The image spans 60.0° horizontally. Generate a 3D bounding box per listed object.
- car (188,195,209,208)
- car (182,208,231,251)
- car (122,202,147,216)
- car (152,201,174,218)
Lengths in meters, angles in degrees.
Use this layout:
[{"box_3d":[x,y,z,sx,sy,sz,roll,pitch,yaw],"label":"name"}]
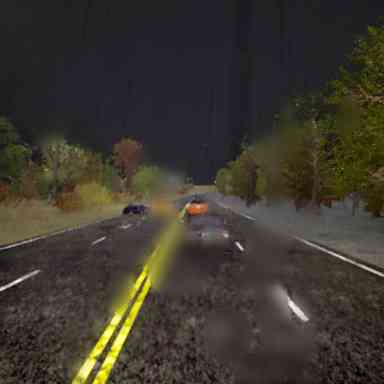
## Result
[{"box_3d":[0.647,1.521,34.632,2.097,1.767,4.553,0,0,1],"label":"car"},{"box_3d":[0.543,1.622,14.338,2.033,1.411,5.357,0,0,0],"label":"car"},{"box_3d":[-6.048,1.763,35.296,1.895,1.301,4.718,0,0,1],"label":"car"},{"box_3d":[-2.814,1.634,32.791,1.882,1.535,5.008,0,0,1],"label":"car"}]
